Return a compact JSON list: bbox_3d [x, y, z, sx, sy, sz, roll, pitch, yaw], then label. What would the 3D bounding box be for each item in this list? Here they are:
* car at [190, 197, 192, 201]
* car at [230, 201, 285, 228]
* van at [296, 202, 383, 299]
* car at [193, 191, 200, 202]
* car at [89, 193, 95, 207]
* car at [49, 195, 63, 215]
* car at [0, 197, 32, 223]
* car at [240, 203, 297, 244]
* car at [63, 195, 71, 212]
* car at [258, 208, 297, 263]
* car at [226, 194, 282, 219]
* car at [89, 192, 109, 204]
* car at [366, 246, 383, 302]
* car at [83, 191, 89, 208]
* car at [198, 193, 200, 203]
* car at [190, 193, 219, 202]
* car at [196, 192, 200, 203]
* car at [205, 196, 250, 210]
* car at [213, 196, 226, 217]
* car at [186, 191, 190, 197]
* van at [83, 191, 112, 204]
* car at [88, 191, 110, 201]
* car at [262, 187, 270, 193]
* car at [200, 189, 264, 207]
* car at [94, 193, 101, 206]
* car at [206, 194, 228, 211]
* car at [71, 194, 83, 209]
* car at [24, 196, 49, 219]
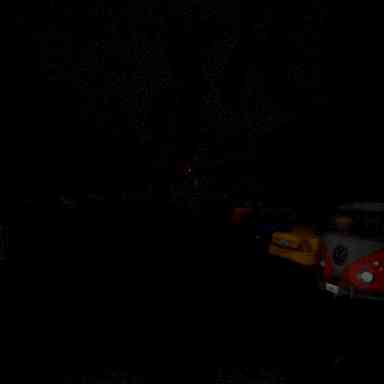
[{"bbox_3d":[2.683,0.891,55.136,4.553,1.767,2.185,0,1,-25],"label":"car"},{"bbox_3d":[4.659,1.350,15.913,4.892,1.521,2.231,1,0,-21],"label":"car"},{"bbox_3d":[4.640,1.198,6.823,4.442,1.987,1.878,1,1,-20],"label":"van"},{"bbox_3d":[3.167,1.068,49.106,4.892,1.521,2.231,0,1,-25],"label":"car"},{"bbox_3d":[-14.533,1.228,40.131,4.674,1.452,2.002,-1,1,-23],"label":"car"},{"bbox_3d":[-13.903,1.280,28.302,5.008,1.535,2.097,-1,1,-22],"label":"car"},{"bbox_3d":[-13.732,1.357,22.366,4.792,1.488,2.163,-1,1,-22],"label":"car"},{"bbox_3d":[4.717,1.375,12.895,5.008,1.535,2.097,1,1,-21],"label":"car"},{"bbox_3d":[-14.073,1.133,31.252,4.553,1.767,2.185,-1,0,-22],"label":"car"},{"bbox_3d":[4.903,1.399,9.952,5.366,1.575,1.946,1,0,-21],"label":"car"},{"bbox_3d":[4.598,1.198,18.931,4.553,1.767,2.185,1,0,-21],"label":"car"},{"bbox_3d":[-14.792,1.136,46.119,5.366,1.575,1.946,-1,0,-24],"label":"car"},{"bbox_3d":[4.780,1.480,3.869,4.792,1.488,2.163,1,0,-20],"label":"car"},{"bbox_3d":[-14.327,1.085,37.184,4.553,1.767,2.185,-1,1,-23],"label":"car"},{"bbox_3d":[3.598,1.158,43.079,4.674,1.452,2.002,0,1,-24],"label":"car"},{"bbox_3d":[2.257,1.002,61.112,4.792,1.488,2.163,0,0,-26],"label":"car"},{"bbox_3d":[3.382,1.132,46.096,4.674,1.452,2.002,0,0,-24],"label":"car"},{"bbox_3d":[3.957,1.209,37.053,4.674,1.452,2.002,0,0,-23],"label":"car"},{"bbox_3d":[4.468,1.272,24.978,5.008,1.535,2.097,1,0,-22],"label":"car"},{"bbox_3d":[2.203,0.987,58.052,5.366,1.575,1.946,0,1,-26],"label":"car"},{"bbox_3d":[-15.615,0.846,54.939,4.442,1.987,1.878,-1,0,-25],"label":"van"},{"bbox_3d":[-15.362,1.120,48.913,5.366,1.575,1.946,-1,1,-24],"label":"car"},{"bbox_3d":[16.885,-0.415,73.297,2.002,1.452,4.674,-7,4,-30],"label":"car"},{"bbox_3d":[4.095,0.943,34.014,5.566,2.045,2.435,1,1,-23],"label":"car"},{"bbox_3d":[-14.736,1.206,43.085,4.674,1.452,2.002,-1,1,-24],"label":"car"},{"bbox_3d":[4.260,1.220,31.012,5.008,1.535,2.097,1,1,-23],"label":"car"},{"bbox_3d":[-14.359,1.235,34.143,5.366,1.575,1.946,-1,1,-23],"label":"car"},{"bbox_3d":[-13.770,1.333,25.360,4.792,1.488,2.163,-1,0,-22],"label":"car"}]
